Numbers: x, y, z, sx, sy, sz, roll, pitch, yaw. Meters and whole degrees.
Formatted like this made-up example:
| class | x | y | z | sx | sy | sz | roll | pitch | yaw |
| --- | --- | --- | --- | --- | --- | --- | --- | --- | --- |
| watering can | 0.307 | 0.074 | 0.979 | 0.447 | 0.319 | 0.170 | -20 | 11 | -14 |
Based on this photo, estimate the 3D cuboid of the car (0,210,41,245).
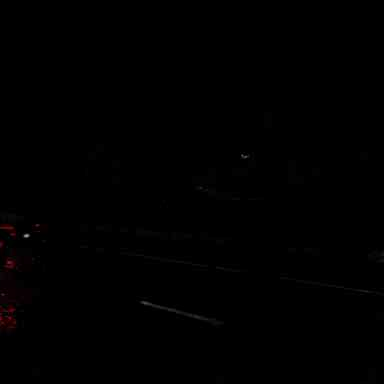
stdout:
| class | x | y | z | sx | sy | sz | roll | pitch | yaw |
| --- | --- | --- | --- | --- | --- | --- | --- | --- | --- |
| car | -8.259 | 1.488 | 14.129 | 4.674 | 1.442 | 1.812 | 0 | 0 | 35 |

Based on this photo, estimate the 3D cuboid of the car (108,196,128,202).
| class | x | y | z | sx | sy | sz | roll | pitch | yaw |
| --- | --- | --- | --- | --- | --- | --- | --- | --- | --- |
| car | -16.628 | 1.448 | 74.705 | 1.895 | 1.301 | 4.718 | 0 | 0 | 36 |

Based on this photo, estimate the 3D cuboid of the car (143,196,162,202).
| class | x | y | z | sx | sy | sz | roll | pitch | yaw |
| --- | --- | --- | --- | --- | --- | --- | --- | --- | --- |
| car | -8.073 | 1.436 | 68.617 | 1.994 | 1.385 | 4.181 | 0 | 0 | 36 |

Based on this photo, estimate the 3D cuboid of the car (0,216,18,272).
| class | x | y | z | sx | sy | sz | roll | pitch | yaw |
| --- | --- | --- | --- | --- | --- | --- | --- | --- | --- |
| car | -6.961 | 1.450 | 8.942 | 5.008 | 1.535 | 1.882 | 0 | 0 | 35 |
